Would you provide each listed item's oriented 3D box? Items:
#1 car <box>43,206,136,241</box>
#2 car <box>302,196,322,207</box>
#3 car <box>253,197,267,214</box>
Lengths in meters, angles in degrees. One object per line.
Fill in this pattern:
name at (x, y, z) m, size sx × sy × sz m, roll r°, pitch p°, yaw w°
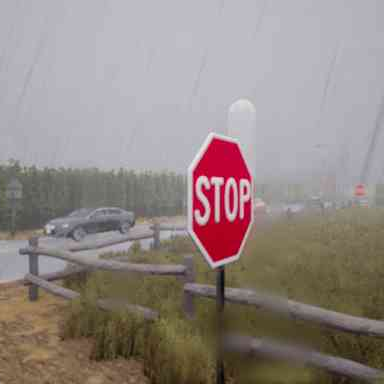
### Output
car at (-5.008, 1.494, 16.877) m, size 2.128 × 1.511 × 4.902 m, roll 0°, pitch 0°, yaw 36°
car at (16.146, 1.307, 44.643) m, size 1.837 × 1.490 × 4.892 m, roll 0°, pitch 0°, yaw 11°
car at (5.200, 1.320, 31.089) m, size 2.097 × 1.767 × 4.553 m, roll 0°, pitch 0°, yaw 36°
